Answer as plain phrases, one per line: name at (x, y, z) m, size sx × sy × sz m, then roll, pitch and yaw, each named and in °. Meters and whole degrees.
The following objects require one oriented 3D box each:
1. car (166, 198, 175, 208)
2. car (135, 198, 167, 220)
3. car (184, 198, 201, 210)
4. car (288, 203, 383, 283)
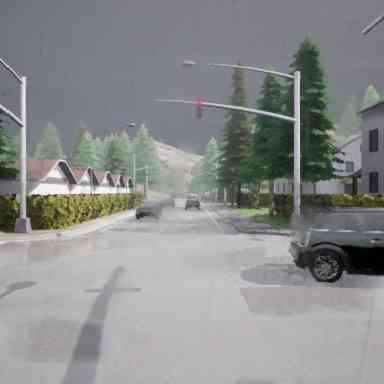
car at (-3.507, 1.580, 48.901) m, size 1.994 × 1.385 × 4.181 m, roll 0°, pitch 0°, yaw 0°
car at (-3.599, 1.556, 28.637) m, size 2.033 × 1.411 × 5.357 m, roll 0°, pitch 0°, yaw 0°
car at (0.100, 1.519, 43.289) m, size 1.837 × 1.490 × 4.892 m, roll 0°, pitch 0°, yaw 0°
car at (4.792, 1.168, 8.226) m, size 4.553 × 1.767 × 2.097 m, roll 0°, pitch 0°, yaw 10°
